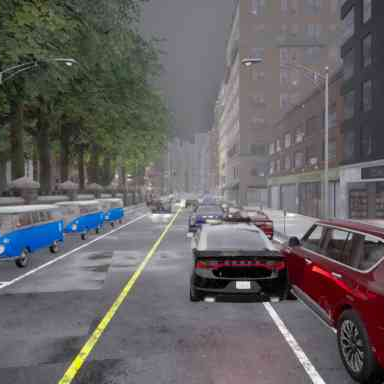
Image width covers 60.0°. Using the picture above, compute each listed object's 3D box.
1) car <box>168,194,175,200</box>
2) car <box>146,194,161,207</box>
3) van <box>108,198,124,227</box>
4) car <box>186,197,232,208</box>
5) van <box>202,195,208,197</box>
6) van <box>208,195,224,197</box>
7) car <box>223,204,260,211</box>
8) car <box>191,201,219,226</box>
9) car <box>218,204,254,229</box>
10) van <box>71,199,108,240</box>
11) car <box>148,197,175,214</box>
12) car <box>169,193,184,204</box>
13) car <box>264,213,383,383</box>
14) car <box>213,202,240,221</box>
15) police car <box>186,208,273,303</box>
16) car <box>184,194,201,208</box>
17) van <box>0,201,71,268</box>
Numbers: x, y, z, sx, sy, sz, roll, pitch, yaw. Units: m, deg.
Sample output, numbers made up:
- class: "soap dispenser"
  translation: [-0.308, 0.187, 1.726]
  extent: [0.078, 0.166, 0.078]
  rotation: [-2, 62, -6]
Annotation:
- class: "car"
  translation: [-5.751, 1.381, 94.095]
  extent: [1.752, 1.417, 4.829]
  rotation: [0, 0, 0]
- class: "car"
  translation: [-5.713, 1.265, 50.576]
  extent: [2.192, 1.841, 5.009]
  rotation: [0, 0, 0]
- class: "van"
  translation: [-5.689, 1.329, 22.286]
  extent: [1.690, 1.788, 3.998]
  rotation: [0, 0, 0]
- class: "car"
  translation: [0.864, 1.343, 18.262]
  extent: [2.097, 1.767, 4.553]
  rotation: [0, 0, 0]
- class: "van"
  translation: [2.812, 1.291, 50.623]
  extent: [1.690, 1.788, 3.998]
  rotation: [0, 0, 0]
- class: "van"
  translation: [2.827, 1.317, 33.642]
  extent: [1.690, 1.788, 3.998]
  rotation: [0, 0, 0]
- class: "car"
  translation: [2.842, 1.538, 16.661]
  extent: [1.887, 1.381, 4.507]
  rotation: [0, 0, 0]
- class: "car"
  translation: [0.880, 1.492, 24.292]
  extent: [1.837, 1.490, 4.892]
  rotation: [0, 0, 0]
- class: "car"
  translation: [2.837, 1.570, 22.321]
  extent: [1.802, 1.307, 4.206]
  rotation: [0, 0, 0]
- class: "van"
  translation: [-5.684, 1.334, 16.628]
  extent: [1.690, 1.788, 3.998]
  rotation: [0, 0, 0]
- class: "car"
  translation: [-3.129, 1.538, 34.970]
  extent: [1.994, 1.385, 4.181]
  rotation: [0, 0, 0]
- class: "car"
  translation: [-3.052, 1.422, 60.777]
  extent: [2.128, 1.511, 4.902]
  rotation: [0, 0, 0]
- class: "car"
  translation: [2.850, 1.314, 5.340]
  extent: [2.192, 1.841, 5.009]
  rotation: [0, 0, 0]
- class: "car"
  translation: [2.832, 1.564, 27.982]
  extent: [1.802, 1.307, 4.206]
  rotation: [0, 0, 0]
- class: "police car"
  translation: [0.894, 1.423, 8.402]
  extent: [1.930, 1.638, 5.238]
  rotation: [0, 0, 0]
- class: "car"
  translation: [-0.012, 1.462, 46.111]
  extent: [1.837, 1.490, 4.892]
  rotation: [0, 0, 0]
- class: "van"
  translation: [-5.679, 1.337, 10.970]
  extent: [1.690, 1.788, 3.998]
  rotation: [0, 0, 0]
